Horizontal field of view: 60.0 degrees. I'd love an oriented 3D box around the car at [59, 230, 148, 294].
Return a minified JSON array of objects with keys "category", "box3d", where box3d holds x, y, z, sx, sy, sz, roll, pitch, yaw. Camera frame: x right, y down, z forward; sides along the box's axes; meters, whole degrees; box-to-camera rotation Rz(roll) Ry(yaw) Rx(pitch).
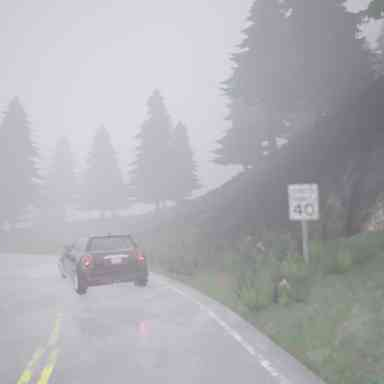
[{"category":"car","box3d":[-3.185,2.158,11.422,2.097,1.767,4.553,1,-5,-28]}]
